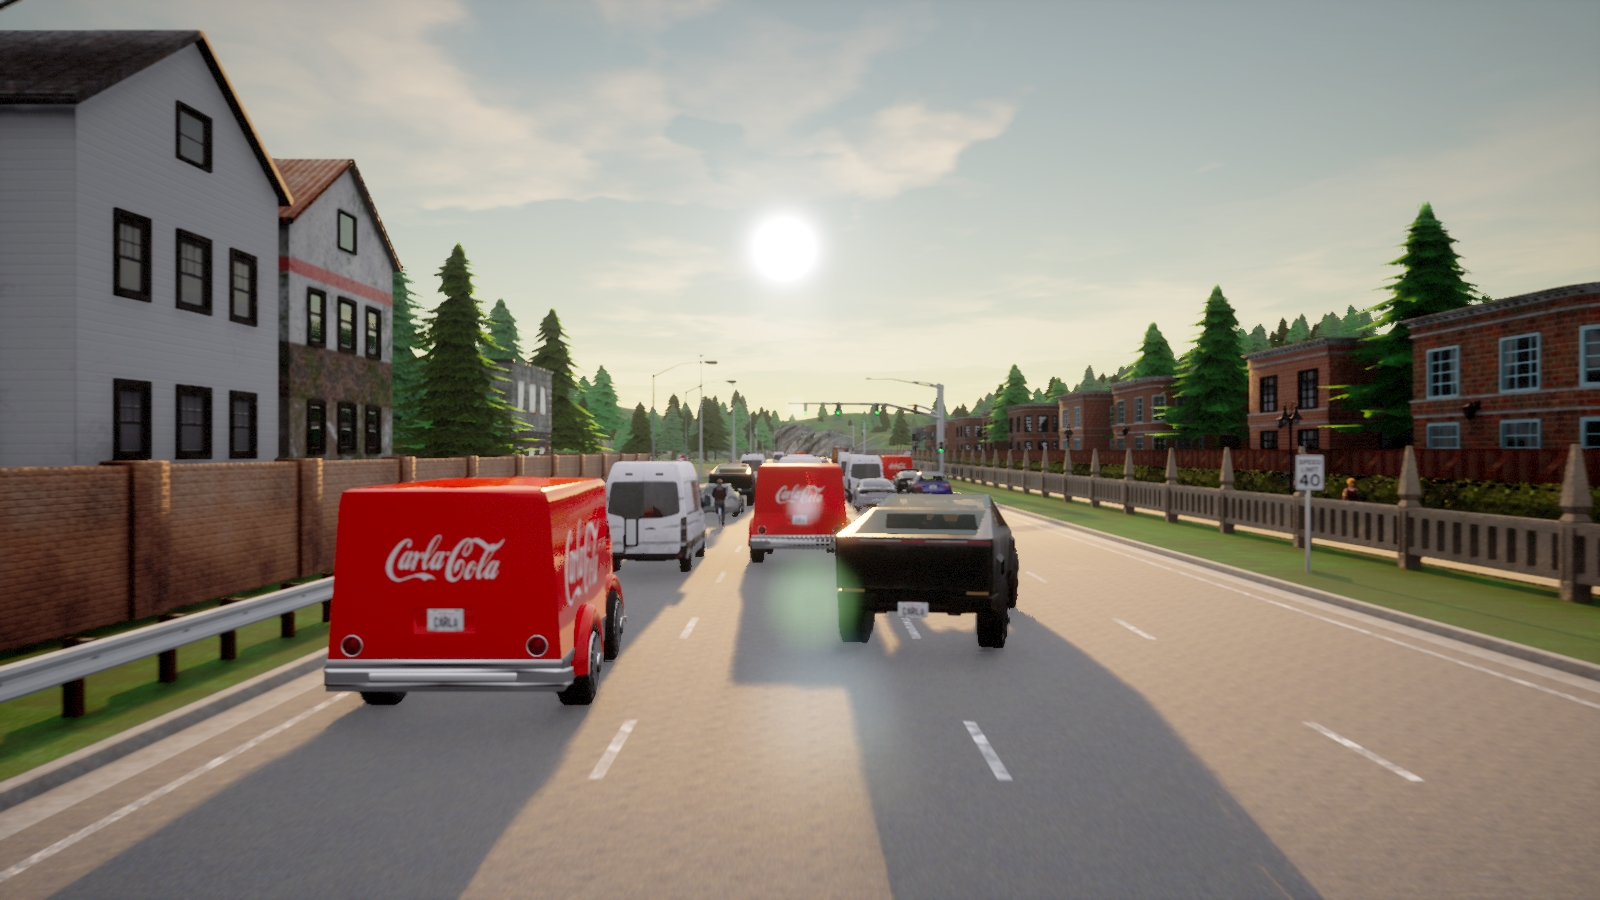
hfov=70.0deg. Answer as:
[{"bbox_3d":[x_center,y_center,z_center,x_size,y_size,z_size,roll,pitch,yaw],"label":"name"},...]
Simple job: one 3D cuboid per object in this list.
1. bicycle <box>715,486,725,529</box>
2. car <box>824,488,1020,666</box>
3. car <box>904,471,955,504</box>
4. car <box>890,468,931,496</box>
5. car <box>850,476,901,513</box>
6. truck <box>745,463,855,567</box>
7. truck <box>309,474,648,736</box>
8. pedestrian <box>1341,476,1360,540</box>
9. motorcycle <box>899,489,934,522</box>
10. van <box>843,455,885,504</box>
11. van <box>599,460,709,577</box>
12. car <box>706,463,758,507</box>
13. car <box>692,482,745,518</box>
[{"bbox_3d":[-2.943,2.087,41.781,0.329,1.471,1.835,0,0,-5],"label":"bicycle"},{"bbox_3d":[2.185,1.765,18.182,2.390,2.098,6.274,0,0,13],"label":"car"},{"bbox_3d":[7.000,2.007,62.107,2.242,1.667,4.611,0,0,0],"label":"car"},{"bbox_3d":[7.001,2.027,72.816,2.097,1.638,5.238,0,0,0],"label":"car"},{"bbox_3d":[3.500,2.068,53.890,2.097,1.535,5.006,0,0,0],"label":"car"},{"bbox_3d":[0.001,1.582,30.011,2.627,2.467,5.204,0,0,0],"label":"truck"},{"bbox_3d":[-3.500,1.576,13.799,2.627,2.467,5.204,0,0,0],"label":"truck"},{"bbox_3d":[16.394,1.723,34.029,0.375,1.860,0.375,0,0,0],"label":"pedestrian"},{"bbox_3d":[4.738,2.234,46.611,0.867,1.251,2.209,0,0,-10],"label":"motorcycle"},{"bbox_3d":[3.511,1.575,63.982,1.988,2.561,5.915,0,0,0],"label":"van"},{"bbox_3d":[-3.503,1.553,28.520,1.988,2.561,5.915,0,0,0],"label":"van"},{"bbox_3d":[-3.498,1.791,60.082,2.390,2.098,6.274,0,0,0],"label":"car"},{"bbox_3d":[-3.532,2.150,50.060,1.994,1.385,4.181,0,0,0],"label":"car"}]
